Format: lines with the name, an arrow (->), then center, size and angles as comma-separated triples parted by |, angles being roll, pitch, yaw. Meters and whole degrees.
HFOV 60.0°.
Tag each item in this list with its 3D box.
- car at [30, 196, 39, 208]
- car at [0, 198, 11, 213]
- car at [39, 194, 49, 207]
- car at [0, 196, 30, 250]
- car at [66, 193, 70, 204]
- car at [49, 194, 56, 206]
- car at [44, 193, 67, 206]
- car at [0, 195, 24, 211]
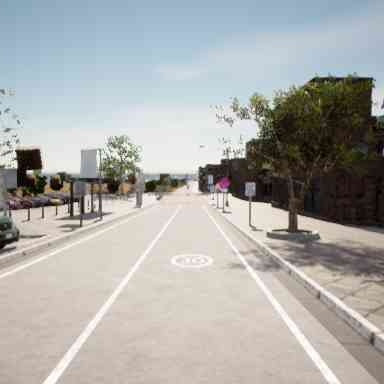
car -> -22.111, 1.346, 40.929 | 5.008, 1.535, 2.097 | 0, 0, 0
car -> -22.095, 1.397, 35.377 | 4.674, 1.452, 2.002 | 0, 0, 0
car -> -22.102, 1.342, 43.704 | 4.892, 1.521, 2.231 | 0, 0, 0
car -> -8.956, 1.164, 11.284 | 5.566, 2.045, 2.435 | 0, 0, 0
car -> -22.149, 1.357, 52.030 | 4.792, 1.488, 2.163 | 0, 0, 0
car -> -22.141, 1.366, 46.478 | 4.792, 1.488, 2.163 | 0, 0, 0
car -> -21.930, 1.329, 49.253 | 5.366, 1.575, 1.946 | 0, 0, 0
car -> -22.132, 1.226, 38.153 | 4.553, 1.767, 2.185 | 0, 0, 0
